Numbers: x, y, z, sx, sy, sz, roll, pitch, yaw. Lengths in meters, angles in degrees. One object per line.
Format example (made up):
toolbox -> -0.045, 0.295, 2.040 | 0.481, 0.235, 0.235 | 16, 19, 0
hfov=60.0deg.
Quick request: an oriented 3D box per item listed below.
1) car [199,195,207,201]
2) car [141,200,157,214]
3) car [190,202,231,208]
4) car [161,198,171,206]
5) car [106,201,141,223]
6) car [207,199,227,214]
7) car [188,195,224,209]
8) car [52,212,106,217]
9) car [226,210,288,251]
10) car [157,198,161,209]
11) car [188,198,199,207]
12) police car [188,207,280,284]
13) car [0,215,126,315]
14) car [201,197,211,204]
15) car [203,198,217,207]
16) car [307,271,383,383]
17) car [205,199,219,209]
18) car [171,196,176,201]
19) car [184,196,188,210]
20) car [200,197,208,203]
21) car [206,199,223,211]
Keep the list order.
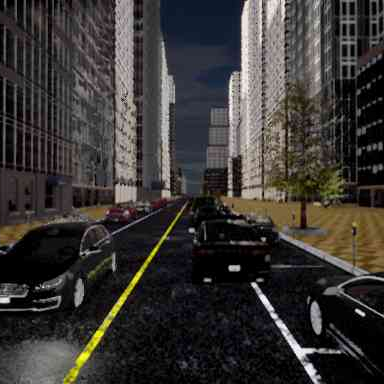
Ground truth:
car -> 3.056, 1.717, 94.790 | 2.192, 1.841, 5.009 | 0, 0, 0
car -> -5.542, 1.705, 37.955 | 2.008, 1.369, 4.403 | 0, 0, 0
car -> 0.972, 1.585, 19.722 | 1.837, 1.490, 4.892 | 0, 0, 0
car -> -5.456, 1.794, 60.711 | 1.887, 1.381, 4.507 | 0, 0, 0
car -> -5.585, 1.547, 26.578 | 1.967, 1.590, 4.097 | 0, 0, 0
car -> 2.838, 1.594, 37.901 | 1.967, 1.590, 4.097 | 0, 0, 0
car -> 0.995, 1.329, 25.753 | 2.150, 2.045, 5.566 | 0, 0, 0
car -> -5.629, 1.612, 15.198 | 2.008, 1.369, 4.403 | 0, 0, 0
car -> 2.752, 1.612, 15.146 | 2.008, 1.369, 4.403 | 0, 0, 0
car -> -5.521, 1.722, 43.644 | 1.887, 1.381, 4.507 | 0, 0, 0
car -> 0.214, 1.738, 56.963 | 1.837, 1.490, 4.892 | 0, 0, 0
police car -> 0.935, 1.465, 9.832 | 1.930, 1.638, 5.238 | 0, 0, 0
car -> -3.073, 1.536, 7.895 | 1.837, 1.490, 4.892 | 0, 0, 0
car -> 2.968, 1.866, 72.033 | 1.947, 1.339, 4.313 | 0, 0, 0
car -> 2.903, 1.776, 54.967 | 2.008, 1.369, 4.403 | 0, 0, 0
car -> 2.708, 1.566, 3.768 | 2.008, 1.369, 4.403 | 0, 0, 0
car -> 2.881, 1.783, 49.279 | 1.802, 1.307, 4.206 | 0, 0, 0
car -> -5.326, 1.952, 94.845 | 2.008, 1.369, 4.403 | 0, 0, 0
car -> 0.198, 1.695, 46.680 | 1.837, 1.490, 4.892 | 0, 0, 1
car -> 3.012, 1.876, 83.582 | 1.752, 1.417, 4.829 | 0, 0, 0
car -> 2.860, 1.722, 43.590 | 1.887, 1.381, 4.507 | 0, 0, 0
